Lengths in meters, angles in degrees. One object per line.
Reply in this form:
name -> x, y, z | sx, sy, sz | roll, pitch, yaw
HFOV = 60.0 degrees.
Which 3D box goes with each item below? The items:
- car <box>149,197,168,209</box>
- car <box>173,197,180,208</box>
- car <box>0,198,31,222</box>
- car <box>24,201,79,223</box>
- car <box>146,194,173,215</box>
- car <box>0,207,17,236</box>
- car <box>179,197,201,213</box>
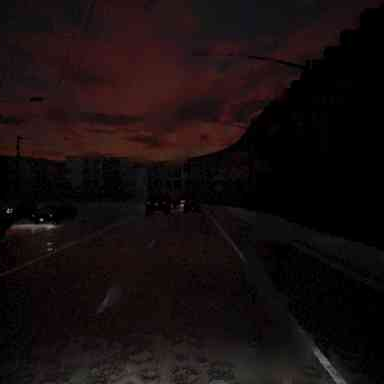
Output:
car -> -4.850, 1.536, 47.276 | 1.837, 1.490, 4.892 | 0, 0, -16
car -> -1.539, 1.523, 48.503 | 2.128, 1.511, 4.902 | 0, 0, -18
car -> -14.051, 1.368, 26.125 | 2.097, 1.767, 4.553 | 0, 0, 0
car -> -10.551, 1.563, 25.993 | 2.033, 1.411, 5.357 | 0, 0, 0
car -> -3.415, 1.245, 34.396 | 2.150, 2.045, 5.566 | 0, 0, 0
car -> -10.570, 1.610, 15.650 | 1.895, 1.301, 4.718 | 0, 0, 0
car -> -0.023, 1.515, 37.628 | 2.128, 1.511, 4.902 | 0, 0, -3
